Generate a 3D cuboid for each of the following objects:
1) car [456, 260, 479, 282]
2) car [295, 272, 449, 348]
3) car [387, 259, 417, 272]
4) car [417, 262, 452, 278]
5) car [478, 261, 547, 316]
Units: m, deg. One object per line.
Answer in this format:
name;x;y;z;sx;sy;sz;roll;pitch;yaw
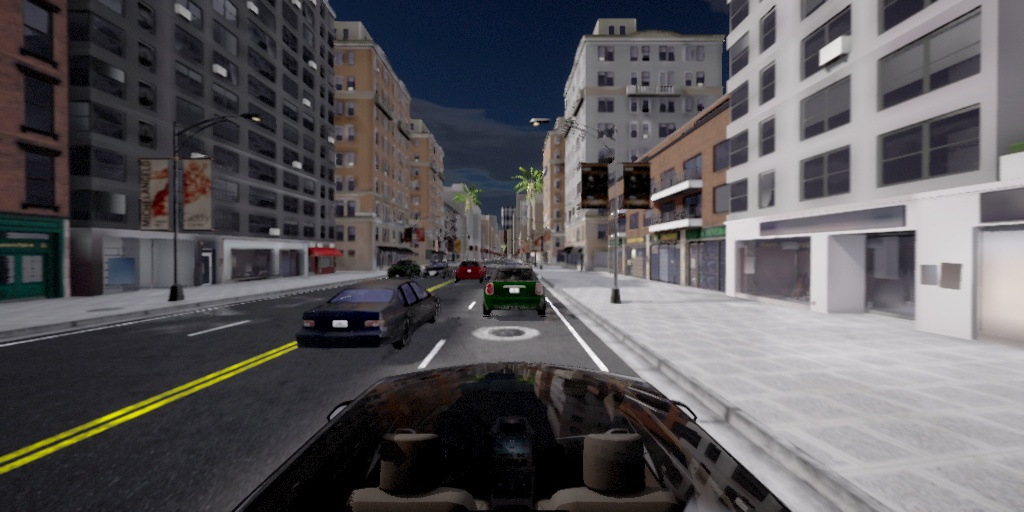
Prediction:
car;-3.165;1.122;28.699;2.097;1.767;4.553;0;0;0
car;-3.184;1.301;9.180;2.033;1.411;5.357;0;0;0
car;-9.850;1.125;33.081;2.097;1.767;4.553;0;0;0
car;-6.601;1.266;32.120;2.128;1.511;4.902;0;0;0
car;0.085;1.109;13.489;2.097;1.767;4.553;0;0;0
